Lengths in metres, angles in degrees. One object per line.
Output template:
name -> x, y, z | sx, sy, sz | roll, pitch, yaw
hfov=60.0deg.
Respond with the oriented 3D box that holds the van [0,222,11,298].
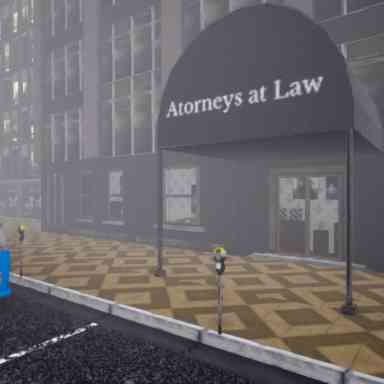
van -> -5.308, 1.341, 6.687 | 3.998, 1.788, 1.690 | 0, 0, 36
